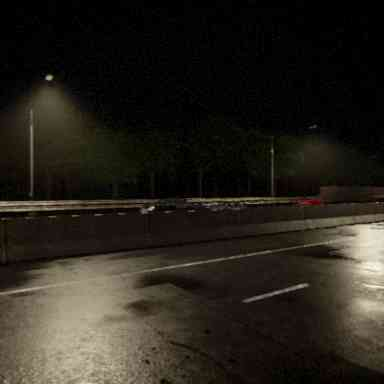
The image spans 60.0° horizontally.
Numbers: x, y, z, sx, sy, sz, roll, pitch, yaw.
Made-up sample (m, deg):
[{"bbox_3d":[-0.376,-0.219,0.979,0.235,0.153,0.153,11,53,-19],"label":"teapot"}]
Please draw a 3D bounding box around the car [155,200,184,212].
[{"bbox_3d":[-0.265,1.526,25.296,4.181,1.385,1.994,0,0,-35],"label":"car"}]

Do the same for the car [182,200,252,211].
[{"bbox_3d":[2.096,1.452,22.681,4.902,1.511,2.128,0,0,-35],"label":"car"}]

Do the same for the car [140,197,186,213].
[{"bbox_3d":[-2.155,1.313,28.246,4.553,1.767,2.097,0,0,-35],"label":"car"}]

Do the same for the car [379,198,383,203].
[{"bbox_3d":[30.880,1.450,51.695,4.181,1.385,1.994,0,0,-35],"label":"car"}]

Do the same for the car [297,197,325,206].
[{"bbox_3d":[16.496,1.431,45.808,4.674,1.442,1.812,0,0,-35],"label":"car"}]
